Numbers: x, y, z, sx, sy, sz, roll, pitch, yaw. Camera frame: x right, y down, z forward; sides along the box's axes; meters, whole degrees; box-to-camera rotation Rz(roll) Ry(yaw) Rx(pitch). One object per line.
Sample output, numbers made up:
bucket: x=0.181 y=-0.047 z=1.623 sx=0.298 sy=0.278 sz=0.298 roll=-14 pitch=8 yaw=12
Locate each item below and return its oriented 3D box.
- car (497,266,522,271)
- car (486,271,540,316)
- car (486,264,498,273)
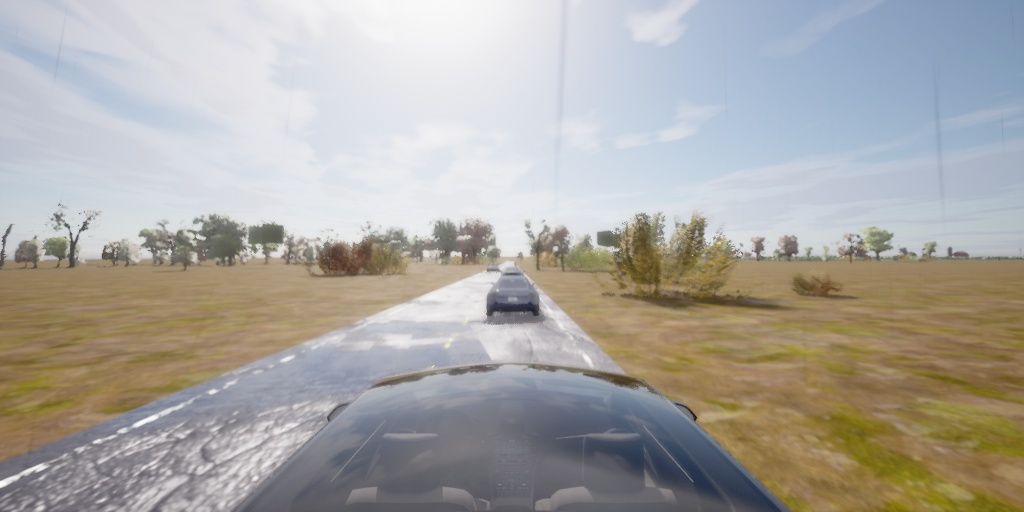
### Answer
car: x=0.038 y=1.606 z=29.136 sx=1.837 sy=1.490 sz=4.892 roll=0 pitch=0 yaw=0
car: x=0.045 y=1.479 z=14.331 sx=1.994 sy=1.385 sz=4.181 roll=0 pitch=-1 yaw=0
car: x=-3.078 y=2.020 z=58.730 sx=1.994 sy=1.385 sz=4.181 roll=0 pitch=-1 yaw=0
